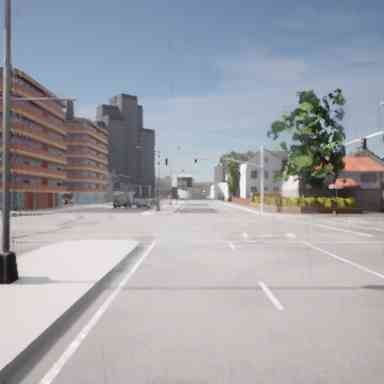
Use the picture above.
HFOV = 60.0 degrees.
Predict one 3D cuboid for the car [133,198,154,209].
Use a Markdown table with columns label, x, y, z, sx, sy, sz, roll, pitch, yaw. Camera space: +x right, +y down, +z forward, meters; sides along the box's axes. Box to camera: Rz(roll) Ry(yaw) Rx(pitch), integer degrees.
| label | x | y | z | sx | sy | sz | roll | pitch | yaw |
| --- | --- | --- | --- | --- | --- | --- | --- | --- | --- |
| car | -8.030 | 1.962 | 55.266 | 1.837 | 1.490 | 4.892 | 0 | 0 | 1 |

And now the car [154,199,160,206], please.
| label | x | y | z | sx | sy | sz | roll | pitch | yaw |
| --- | --- | --- | --- | --- | --- | --- | --- | --- | --- |
| car | -7.971 | 2.188 | 70.909 | 1.895 | 1.301 | 4.718 | 0 | 0 | 0 |

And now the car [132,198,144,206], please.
| label | x | y | z | sx | sy | sz | roll | pitch | yaw |
| --- | --- | --- | --- | --- | --- | --- | --- | --- | --- |
| car | -11.471 | 2.085 | 70.940 | 1.837 | 1.490 | 4.892 | 0 | 0 | 0 |

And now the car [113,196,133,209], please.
| label | x | y | z | sx | sy | sz | roll | pitch | yaw |
| --- | --- | --- | --- | --- | --- | --- | --- | --- | --- |
| car | -11.528 | 1.671 | 55.273 | 2.150 | 2.045 | 5.566 | 0 | 0 | 1 |
